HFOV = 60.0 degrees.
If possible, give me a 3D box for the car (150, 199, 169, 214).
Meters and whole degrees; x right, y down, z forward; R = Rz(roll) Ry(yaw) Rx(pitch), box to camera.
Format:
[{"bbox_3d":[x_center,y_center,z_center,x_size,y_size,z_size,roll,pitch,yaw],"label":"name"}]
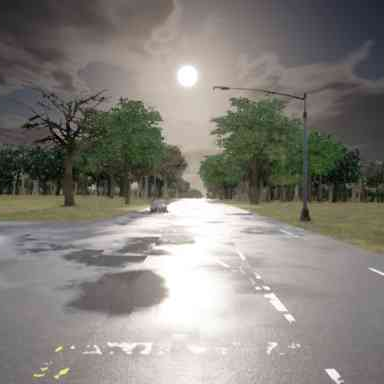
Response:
[{"bbox_3d":[-3.533,1.582,36.815,1.837,1.490,4.892,0,0,0],"label":"car"}]
